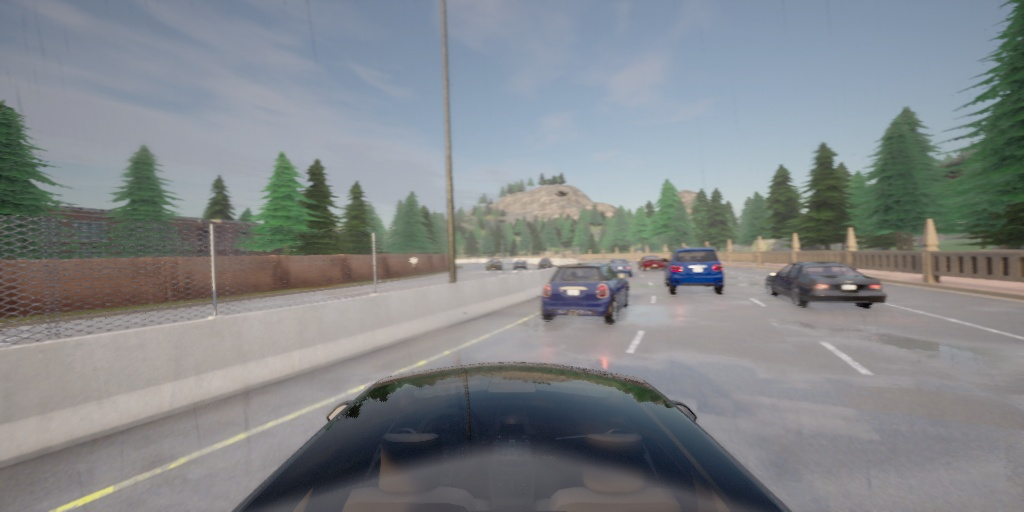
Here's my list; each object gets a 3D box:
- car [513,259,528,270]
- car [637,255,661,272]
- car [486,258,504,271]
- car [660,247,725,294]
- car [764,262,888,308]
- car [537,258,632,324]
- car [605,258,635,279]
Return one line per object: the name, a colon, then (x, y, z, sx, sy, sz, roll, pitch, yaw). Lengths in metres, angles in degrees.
car: (1.184, 1.165, 49.337, 2.033, 1.411, 5.357, -2, 0, 3)
car: (13.517, 0.684, 35.212, 1.882, 1.535, 5.008, -2, 0, 11)
car: (-2.327, 1.093, 49.435, 2.097, 1.767, 4.553, -2, 0, 3)
car: (8.630, 0.636, 17.356, 2.150, 2.045, 5.566, -2, 0, 20)
car: (10.550, 0.902, 12.542, 2.033, 1.411, 5.357, -2, 0, 22)
car: (2.559, 0.992, 11.787, 2.097, 1.767, 4.553, -2, 0, 24)
car: (8.746, 0.934, 29.385, 2.033, 1.411, 5.357, -2, 0, 14)
